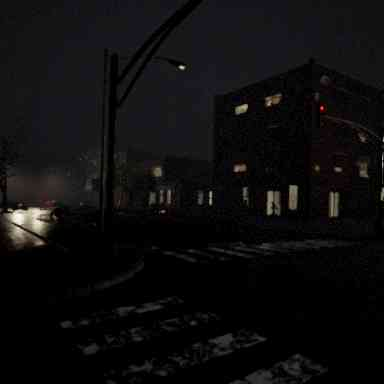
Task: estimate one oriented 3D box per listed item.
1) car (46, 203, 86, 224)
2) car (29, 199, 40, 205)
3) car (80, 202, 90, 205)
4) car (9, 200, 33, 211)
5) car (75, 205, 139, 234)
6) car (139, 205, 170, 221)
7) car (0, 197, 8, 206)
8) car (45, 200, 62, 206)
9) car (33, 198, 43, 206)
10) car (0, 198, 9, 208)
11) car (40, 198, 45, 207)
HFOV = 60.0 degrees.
[{"bbox_3d":[-10.289,1.812,26.995,1.802,1.307,4.206,2,-1,-35],"label":"car"},{"bbox_3d":[-39.738,2.591,83.923,1.752,1.417,4.829,1,-1,-35],"label":"car"},{"bbox_3d":[-16.534,2.223,50.882,1.752,1.417,4.829,2,-1,-35],"label":"car"},{"bbox_3d":[-24.429,1.978,47.328,1.752,1.417,4.829,2,-1,-35],"label":"car"},{"bbox_3d":[-5.127,1.697,19.621,1.887,1.381,4.507,2,-1,-35],"label":"car"},{"bbox_3d":[-3.841,1.944,32.848,1.967,1.590,4.097,2,-1,-35],"label":"car"},{"bbox_3d":[-40.160,2.021,69.922,2.192,1.841,5.009,2,-1,-35],"label":"car"},{"bbox_3d":[-26.952,2.300,65.652,1.967,1.590,4.097,2,-1,-35],"label":"car"},{"bbox_3d":[-36.466,2.328,79.254,2.192,1.841,5.009,1,-1,-35],"label":"car"},{"bbox_3d":[-30.828,2.101,56.564,1.887,1.381,4.507,2,-1,-35],"label":"car"},{"bbox_3d":[-30.125,2.493,70.183,1.802,1.307,4.206,2,-1,-35],"label":"car"}]
